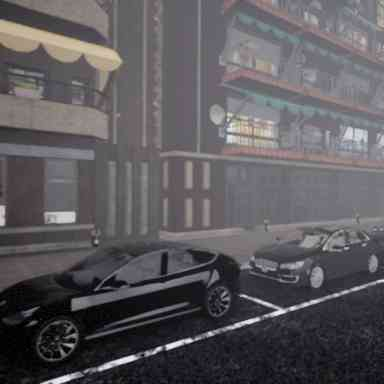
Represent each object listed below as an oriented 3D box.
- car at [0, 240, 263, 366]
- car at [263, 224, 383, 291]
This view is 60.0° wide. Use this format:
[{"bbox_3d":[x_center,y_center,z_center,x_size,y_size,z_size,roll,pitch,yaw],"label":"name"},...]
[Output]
[{"bbox_3d":[-1.032,1.580,5.823,4.313,1.339,1.947,0,0,-35],"label":"car"},{"bbox_3d":[3.477,1.597,9.039,4.403,1.369,2.008,0,0,-35],"label":"car"}]
